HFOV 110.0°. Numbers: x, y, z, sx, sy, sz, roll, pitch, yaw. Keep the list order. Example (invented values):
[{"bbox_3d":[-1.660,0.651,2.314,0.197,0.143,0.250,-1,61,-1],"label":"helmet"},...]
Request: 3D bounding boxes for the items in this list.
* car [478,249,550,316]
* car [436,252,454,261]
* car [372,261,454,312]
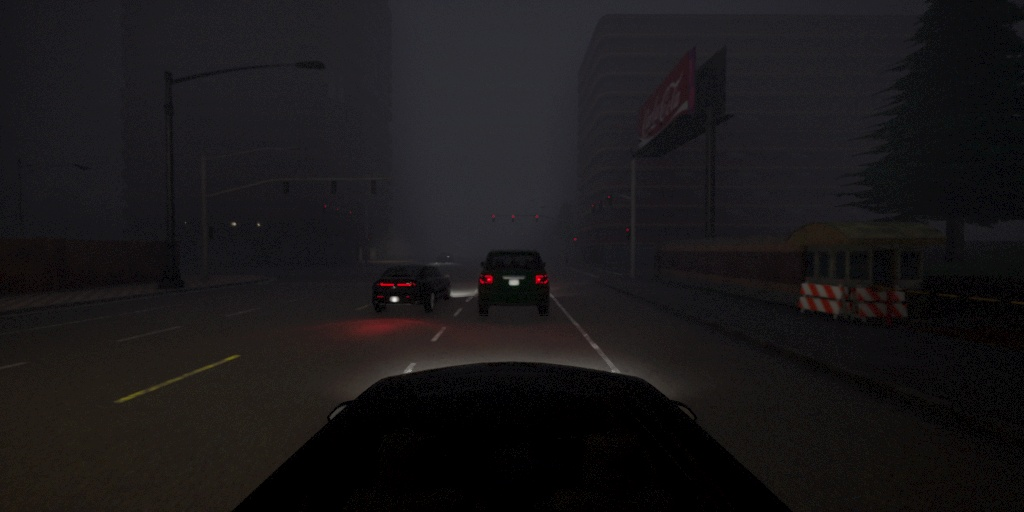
[{"bbox_3d":[0.048,0.782,12.615,2.150,2.045,5.566,0,1,0],"label":"car"},{"bbox_3d":[-10.538,0.150,56.630,2.097,1.767,4.553,0,1,0],"label":"car"},{"bbox_3d":[-3.453,1.053,13.050,1.837,1.490,4.892,0,-1,1],"label":"car"}]
